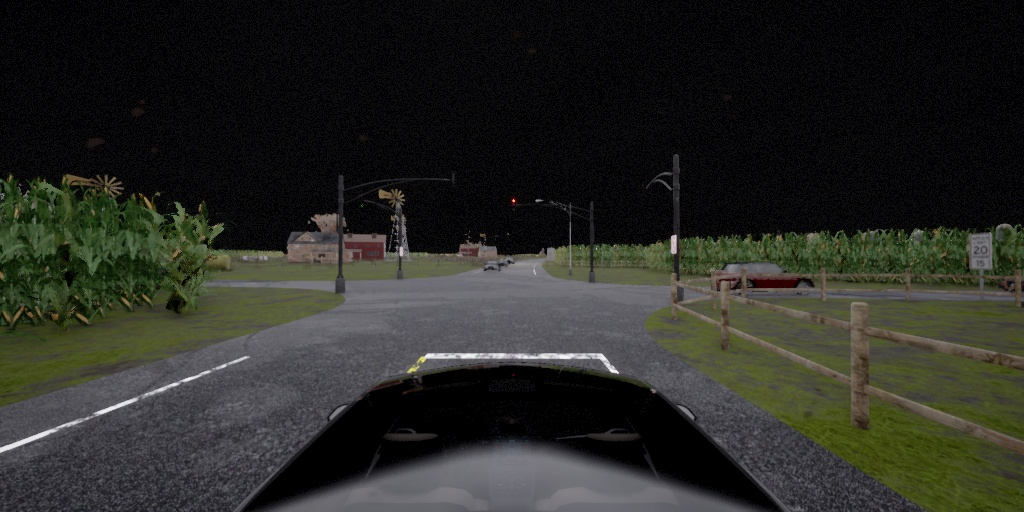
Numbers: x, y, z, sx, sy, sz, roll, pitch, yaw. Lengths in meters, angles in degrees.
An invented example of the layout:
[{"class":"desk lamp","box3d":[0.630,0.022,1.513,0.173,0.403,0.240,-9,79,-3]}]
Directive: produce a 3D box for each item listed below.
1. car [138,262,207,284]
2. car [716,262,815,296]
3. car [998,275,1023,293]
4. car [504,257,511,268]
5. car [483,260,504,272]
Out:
[{"class":"car","box3d":[-24.198,1.192,25.405,4.902,1.511,2.128,0,-1,10]},{"class":"car","box3d":[13.092,1.100,18.772,4.553,1.767,2.097,0,0,-4]},{"class":"car","box3d":[29.272,1.376,19.134,4.181,1.385,1.994,0,-1,10]},{"class":"car","box3d":[-1.687,1.333,59.723,1.895,1.301,4.718,0,0,4]},{"class":"car","box3d":[-2.488,1.306,45.482,1.994,1.385,4.181,0,0,3]}]
